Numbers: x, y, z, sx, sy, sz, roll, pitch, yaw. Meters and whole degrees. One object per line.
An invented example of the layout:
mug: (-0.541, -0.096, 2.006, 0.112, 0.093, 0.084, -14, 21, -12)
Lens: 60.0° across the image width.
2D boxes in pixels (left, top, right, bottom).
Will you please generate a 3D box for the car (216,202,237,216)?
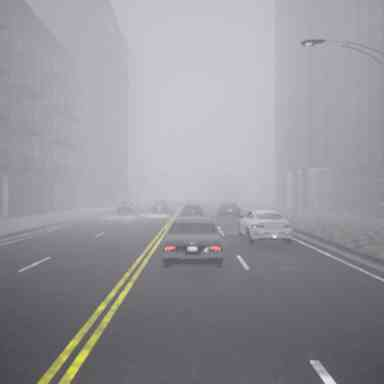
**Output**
car: (3.316, 1.564, 30.671, 1.994, 1.385, 4.181, 0, 0, 0)

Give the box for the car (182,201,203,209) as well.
car: (0.068, 1.526, 31.091, 1.812, 1.442, 4.674, 0, 0, 0)

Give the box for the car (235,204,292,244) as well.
car: (3.321, 1.523, 15.561, 1.812, 1.442, 4.674, 0, 0, 1)

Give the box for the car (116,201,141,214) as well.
car: (-6.609, 1.602, 34.718, 1.895, 1.301, 4.718, 0, 0, 0)

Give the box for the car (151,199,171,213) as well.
car: (-3.357, 1.495, 36.555, 2.128, 1.511, 4.902, 0, 0, 0)

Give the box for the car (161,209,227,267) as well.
car: (0.040, 1.545, 11.305, 2.033, 1.411, 5.357, 0, 0, 1)
